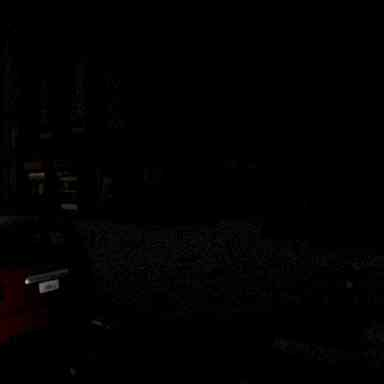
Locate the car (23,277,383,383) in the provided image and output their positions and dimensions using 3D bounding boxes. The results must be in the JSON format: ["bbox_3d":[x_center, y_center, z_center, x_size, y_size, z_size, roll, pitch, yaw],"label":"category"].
[{"bbox_3d":[0.787,1.578,2.402,4.206,1.307,1.802,0,0,36],"label":"car"}]

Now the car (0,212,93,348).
[{"bbox_3d":[-3.775,1.273,5.661,5.009,1.841,2.192,0,0,36],"label":"car"}]
